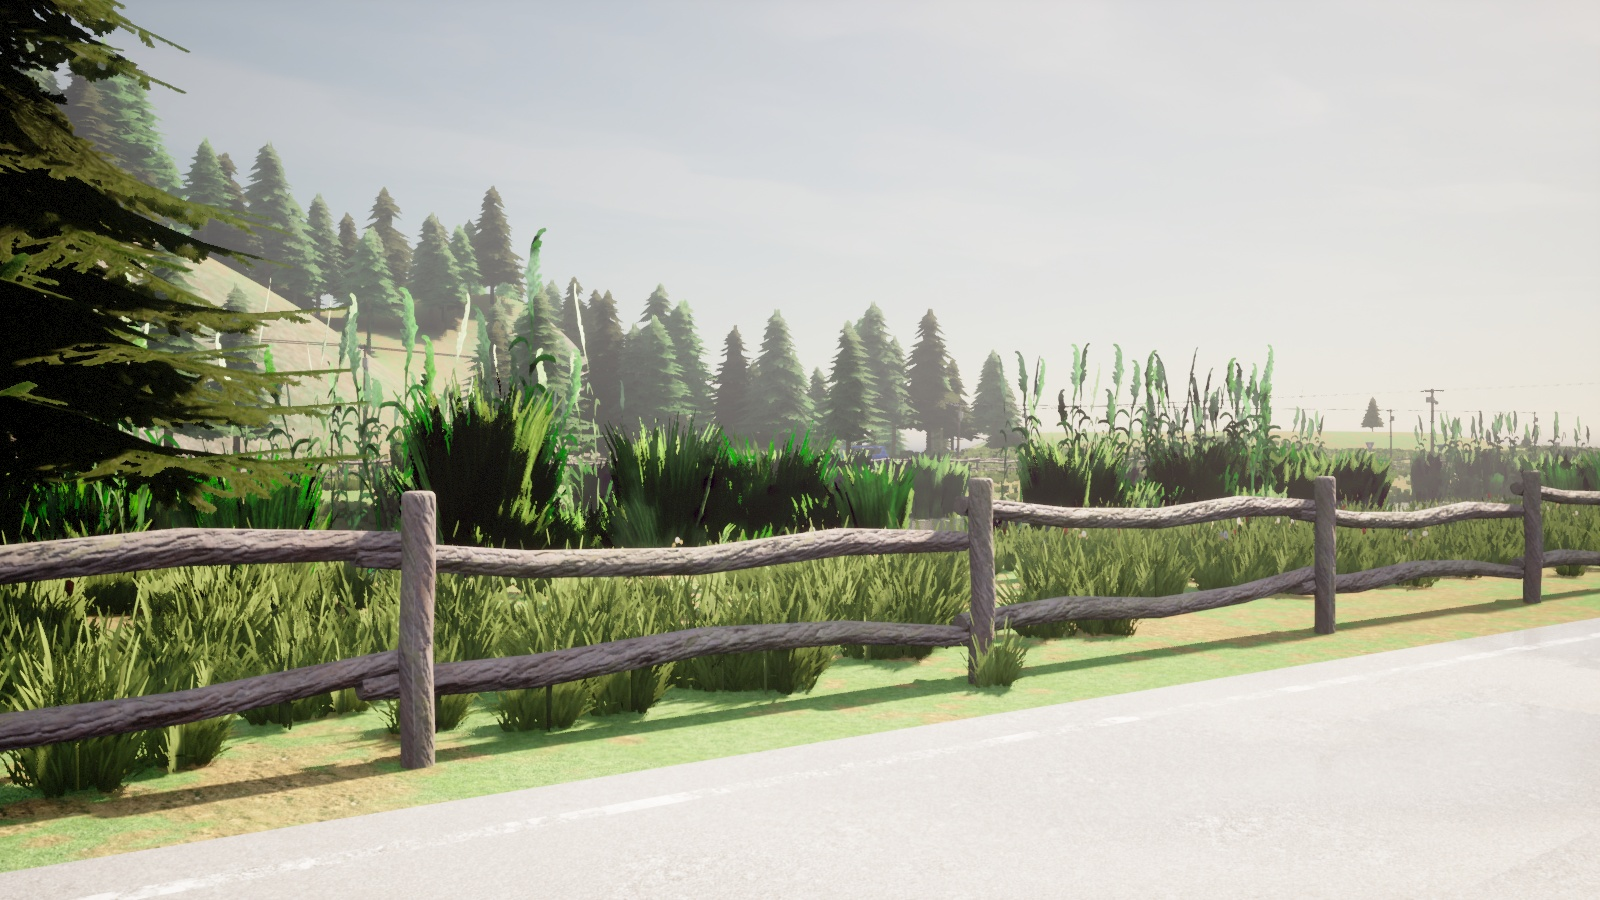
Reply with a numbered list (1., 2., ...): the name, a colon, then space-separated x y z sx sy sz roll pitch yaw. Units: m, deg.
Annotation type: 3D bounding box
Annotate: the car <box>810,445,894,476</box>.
1. car: 3.513 0.698 84.738 5.566 2.045 2.150 0 0 -37
